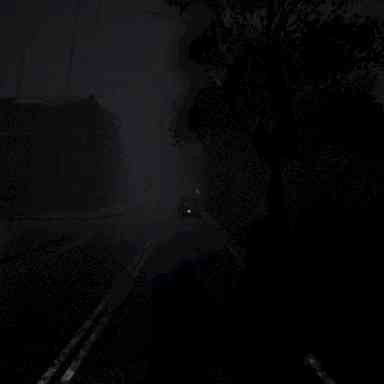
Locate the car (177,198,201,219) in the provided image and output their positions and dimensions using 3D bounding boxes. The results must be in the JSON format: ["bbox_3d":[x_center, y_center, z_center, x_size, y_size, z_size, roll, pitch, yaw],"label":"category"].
[{"bbox_3d":[-0.289,1.497,28.391,1.994,1.385,4.181,0,0,-1],"label":"car"}]
